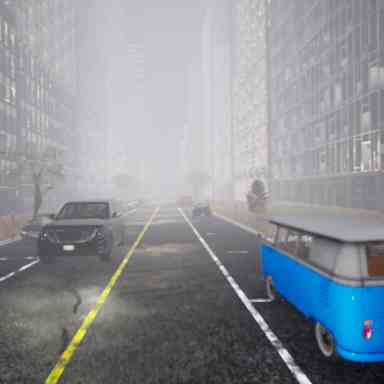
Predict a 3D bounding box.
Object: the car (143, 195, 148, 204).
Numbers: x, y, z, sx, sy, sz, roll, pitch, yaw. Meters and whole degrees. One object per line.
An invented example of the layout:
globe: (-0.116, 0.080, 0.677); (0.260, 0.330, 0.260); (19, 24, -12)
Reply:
car: (-10.550, 1.787, 67.369); (1.947, 1.339, 4.313); (-1, 0, -4)

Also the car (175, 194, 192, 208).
car: (-0.955, 1.370, 50.976); (2.192, 1.841, 5.009); (-1, 0, -4)

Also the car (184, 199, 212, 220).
car: (0.711, 1.562, 28.301); (2.008, 1.369, 4.403); (-1, 0, -4)

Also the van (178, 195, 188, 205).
van: (-1.783, 1.418, 62.313); (1.690, 1.788, 3.998); (-1, 0, -4)

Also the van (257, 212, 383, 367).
van: (2.365, 1.308, 5.628); (1.690, 1.788, 3.998); (-1, 0, -4)

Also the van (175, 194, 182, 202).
van: (-3.443, 1.458, 84.986); (1.690, 1.788, 3.998); (-1, 0, -4)

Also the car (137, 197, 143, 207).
car: (-9.708, 1.725, 55.863); (1.752, 1.417, 4.829); (-1, 0, -4)

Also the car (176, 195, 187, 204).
car: (-2.196, 1.527, 67.981); (1.967, 1.590, 4.097); (-1, 0, -4)

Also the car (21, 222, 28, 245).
car: (-6.817, 1.674, 16.353); (2.008, 1.369, 4.403); (-1, 0, -4)

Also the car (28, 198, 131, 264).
car: (-3.841, 1.294, 12.557); (2.150, 2.045, 5.566); (-1, 0, -4)

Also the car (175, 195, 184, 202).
car: (-3.026, 1.547, 79.318); (1.967, 1.590, 4.097); (-1, 0, -4)

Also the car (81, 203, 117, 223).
car: (-7.646, 1.696, 27.690); (2.008, 1.369, 4.403); (-1, 0, -4)

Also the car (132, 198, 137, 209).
car: (-8.894, 1.619, 44.695); (1.967, 1.590, 4.097); (-1, 0, -4)

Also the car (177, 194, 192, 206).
car: (-1.369, 1.381, 56.645); (2.192, 1.841, 5.009); (-1, 0, -4)

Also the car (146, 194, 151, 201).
car: (-11.380, 1.792, 78.706); (2.008, 1.369, 4.403); (-1, 0, -4)
